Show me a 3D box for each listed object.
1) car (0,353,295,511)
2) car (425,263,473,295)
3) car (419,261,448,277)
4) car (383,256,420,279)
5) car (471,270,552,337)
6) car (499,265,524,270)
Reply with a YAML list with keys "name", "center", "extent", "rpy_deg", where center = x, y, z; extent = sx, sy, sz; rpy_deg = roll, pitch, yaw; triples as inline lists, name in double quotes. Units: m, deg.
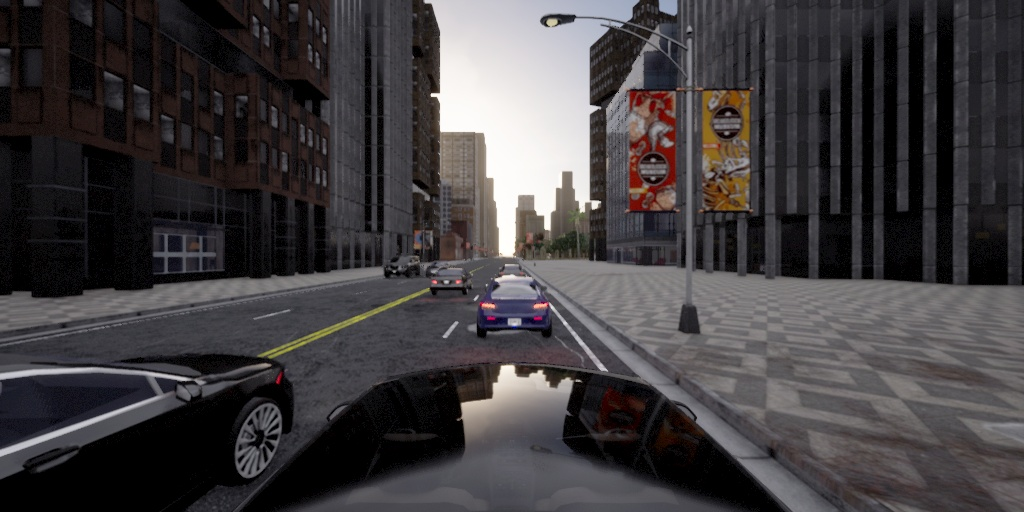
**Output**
- name: "car"
  center: [-3.150, 1.242, 1.733]
  extent: [2.128, 1.511, 4.902]
  rpy_deg: [0, 0, 0]
- name: "car"
  center: [-3.227, 1.303, 19.771]
  extent: [2.033, 1.411, 5.357]
  rpy_deg: [0, 0, -2]
- name: "car"
  center: [-6.751, 1.247, 33.428]
  extent: [2.128, 1.511, 4.902]
  rpy_deg: [0, 0, 0]
- name: "car"
  center: [-10.001, 0.977, 33.171]
  extent: [2.150, 2.045, 5.566]
  rpy_deg: [0, 0, 0]
- name: "car"
  center: [0.049, 1.279, 10.153]
  extent: [1.812, 1.442, 4.674]
  rpy_deg: [0, 0, 0]
- name: "car"
  center: [-0.020, 1.321, 26.842]
  extent: [1.994, 1.385, 4.181]
  rpy_deg: [0, 0, 0]
